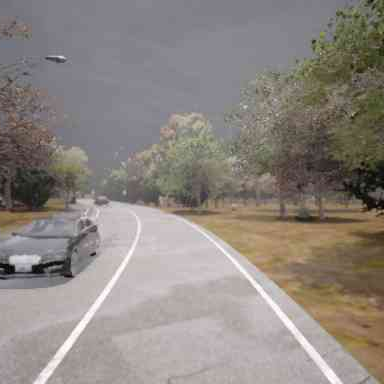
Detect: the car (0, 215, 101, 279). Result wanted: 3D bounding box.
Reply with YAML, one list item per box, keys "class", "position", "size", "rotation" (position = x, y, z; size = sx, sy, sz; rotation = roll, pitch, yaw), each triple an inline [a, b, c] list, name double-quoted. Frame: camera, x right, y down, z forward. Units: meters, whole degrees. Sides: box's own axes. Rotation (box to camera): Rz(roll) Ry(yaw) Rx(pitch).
- class: "car"
  position: [-4.051, 1.474, 10.060]
  size: [2.128, 1.511, 4.902]
  rotation: [0, 0, -5]

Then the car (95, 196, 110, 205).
- class: "car"
  position: [-14.186, 1.313, 52.432]
  size: [1.812, 1.442, 4.674]
  rotation: [2, 0, -22]
